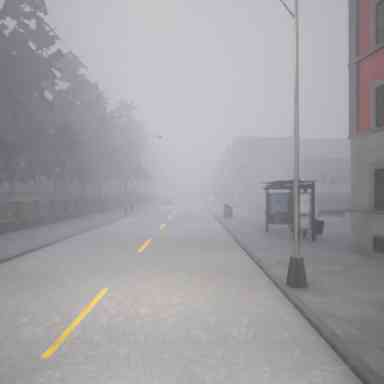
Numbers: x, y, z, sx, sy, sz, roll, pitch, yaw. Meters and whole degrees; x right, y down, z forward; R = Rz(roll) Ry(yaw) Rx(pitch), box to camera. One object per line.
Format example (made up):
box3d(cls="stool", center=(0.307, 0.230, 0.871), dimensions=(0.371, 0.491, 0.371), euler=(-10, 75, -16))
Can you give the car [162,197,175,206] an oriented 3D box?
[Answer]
box3d(cls="car", center=(-4.077, 1.658, 57.057), dimensions=(1.812, 1.442, 4.674), euler=(0, 0, 0))
